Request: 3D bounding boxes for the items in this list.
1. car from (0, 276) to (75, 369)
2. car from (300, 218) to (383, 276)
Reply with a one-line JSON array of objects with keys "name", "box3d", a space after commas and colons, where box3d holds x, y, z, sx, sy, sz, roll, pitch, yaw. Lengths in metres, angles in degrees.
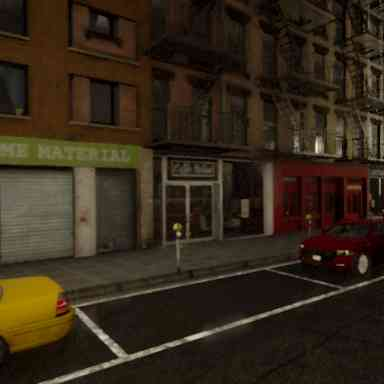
[{"name": "car", "box3d": [-3.910, 1.529, 3.752, 4.829, 1.417, 1.752, 0, 0, -35]}, {"name": "car", "box3d": [5.180, 1.518, 10.234, 4.507, 1.381, 1.887, 0, 0, -35]}]
